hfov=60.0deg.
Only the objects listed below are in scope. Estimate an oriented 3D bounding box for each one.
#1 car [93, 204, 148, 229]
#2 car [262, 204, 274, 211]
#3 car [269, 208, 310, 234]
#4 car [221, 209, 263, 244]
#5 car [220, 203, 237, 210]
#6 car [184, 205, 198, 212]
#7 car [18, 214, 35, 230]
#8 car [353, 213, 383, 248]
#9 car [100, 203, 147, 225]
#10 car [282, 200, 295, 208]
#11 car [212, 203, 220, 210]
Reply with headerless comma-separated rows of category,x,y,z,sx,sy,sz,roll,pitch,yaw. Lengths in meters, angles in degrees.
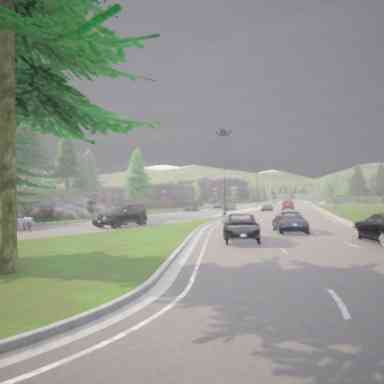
car,-6.269,2.128,29.860,2.150,2.045,5.566,-2,-2,30
car,13.854,2.884,60.772,1.994,1.385,4.181,-2,-2,18
car,6.681,2.036,22.706,1.994,1.385,4.181,-1,-2,8
car,2.691,1.929,18.430,2.128,1.511,4.902,-1,-1,5
car,7.850,2.989,68.510,2.097,1.767,4.553,-2,-2,18
car,-0.182,3.303,66.466,1.994,1.385,4.181,-2,-2,18
car,-15.702,2.569,28.092,1.812,1.442,4.674,-2,-2,34
car,9.462,1.721,15.966,1.882,1.535,5.008,-1,-1,6
car,-7.151,2.292,35.522,2.150,2.045,5.566,-1,-2,23
car,17.931,2.495,62.021,2.150,2.045,5.566,-2,-2,18
car,5.902,3.116,73.830,1.882,1.535,5.008,-2,-2,18
